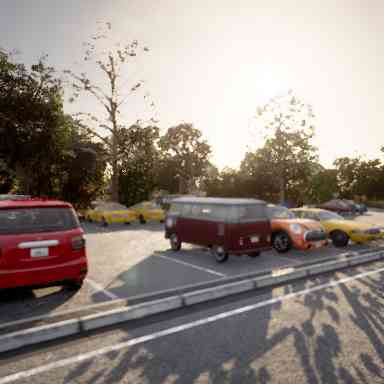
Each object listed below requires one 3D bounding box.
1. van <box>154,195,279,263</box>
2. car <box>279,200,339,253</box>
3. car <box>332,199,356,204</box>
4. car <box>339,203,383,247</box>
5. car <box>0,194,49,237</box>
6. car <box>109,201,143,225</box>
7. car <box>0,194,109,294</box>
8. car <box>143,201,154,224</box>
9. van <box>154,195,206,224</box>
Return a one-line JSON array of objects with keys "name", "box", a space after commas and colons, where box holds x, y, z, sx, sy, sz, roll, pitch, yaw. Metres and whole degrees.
[{"name": "van", "box": [0.649, 1.190, 11.874, 1.878, 1.987, 4.442, 0, 0, -36]}, {"name": "car", "box": [3.164, 1.289, 13.579, 2.185, 1.767, 4.553, 0, 0, -36]}, {"name": "car", "box": [15.802, 1.761, 37.715, 2.002, 1.452, 4.674, 1, -1, -36]}, {"name": "car", "box": [5.658, 1.423, 15.108, 1.946, 1.575, 5.366, 0, 0, -36]}, {"name": "car", "box": [-10.143, 1.178, 19.044, 2.435, 2.045, 5.566, -1, 0, -36]}, {"name": "car", "box": [-5.627, 1.413, 22.558, 1.946, 1.575, 5.366, 0, 0, -36]}, {"name": "car", "box": [-4.322, 1.186, 8.180, 2.435, 2.045, 5.566, 0, 0, -36]}, {"name": "car", "box": [-3.467, 1.416, 24.112, 1.946, 1.575, 5.366, 0, 0, -36]}, {"name": "van", "box": [-1.022, 1.204, 25.500, 1.878, 1.987, 4.442, 0, 0, -36]}]
